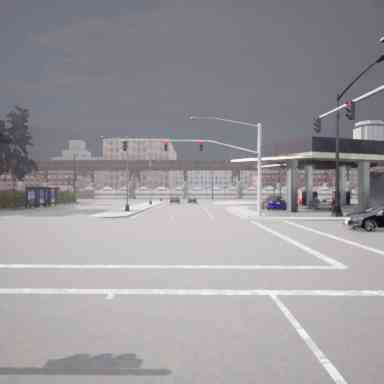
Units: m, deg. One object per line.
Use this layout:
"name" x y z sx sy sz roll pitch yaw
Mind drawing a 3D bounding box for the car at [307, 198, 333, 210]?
"car" 15.478 1.456 40.402 1.970 1.475 3.806 0 0 0

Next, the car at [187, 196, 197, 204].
"car" 0.037 1.547 64.324 2.033 1.411 5.357 0 0 0

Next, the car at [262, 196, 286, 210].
"car" 9.733 1.295 39.643 2.242 1.667 4.611 0 0 0

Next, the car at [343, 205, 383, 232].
"car" 11.445 1.491 19.458 4.902 1.511 2.128 0 0 -1

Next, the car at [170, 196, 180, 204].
"car" -3.361 1.491 66.247 2.128 1.511 4.902 0 0 0
